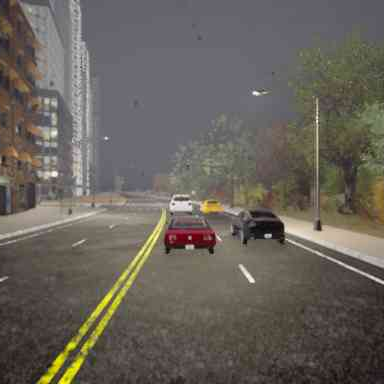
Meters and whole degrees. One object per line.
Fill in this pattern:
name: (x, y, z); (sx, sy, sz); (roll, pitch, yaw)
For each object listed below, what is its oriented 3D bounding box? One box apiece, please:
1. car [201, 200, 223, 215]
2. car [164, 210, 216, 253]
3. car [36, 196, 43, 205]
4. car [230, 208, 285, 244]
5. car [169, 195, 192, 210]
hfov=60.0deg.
car: (2.014, 1.595, 35.233); (1.882, 1.535, 5.008); (0, 0, -4)
car: (-0.138, 1.653, 13.896); (1.895, 1.301, 4.718); (0, 0, -2)
car: (-27.252, 1.289, 55.492); (4.097, 1.590, 1.967); (1, -1, -13)
car: (3.036, 1.560, 16.040); (1.837, 1.490, 4.892); (0, 0, -2)
car: (-1.170, 1.340, 34.308); (2.150, 2.045, 5.566); (0, 0, -4)
